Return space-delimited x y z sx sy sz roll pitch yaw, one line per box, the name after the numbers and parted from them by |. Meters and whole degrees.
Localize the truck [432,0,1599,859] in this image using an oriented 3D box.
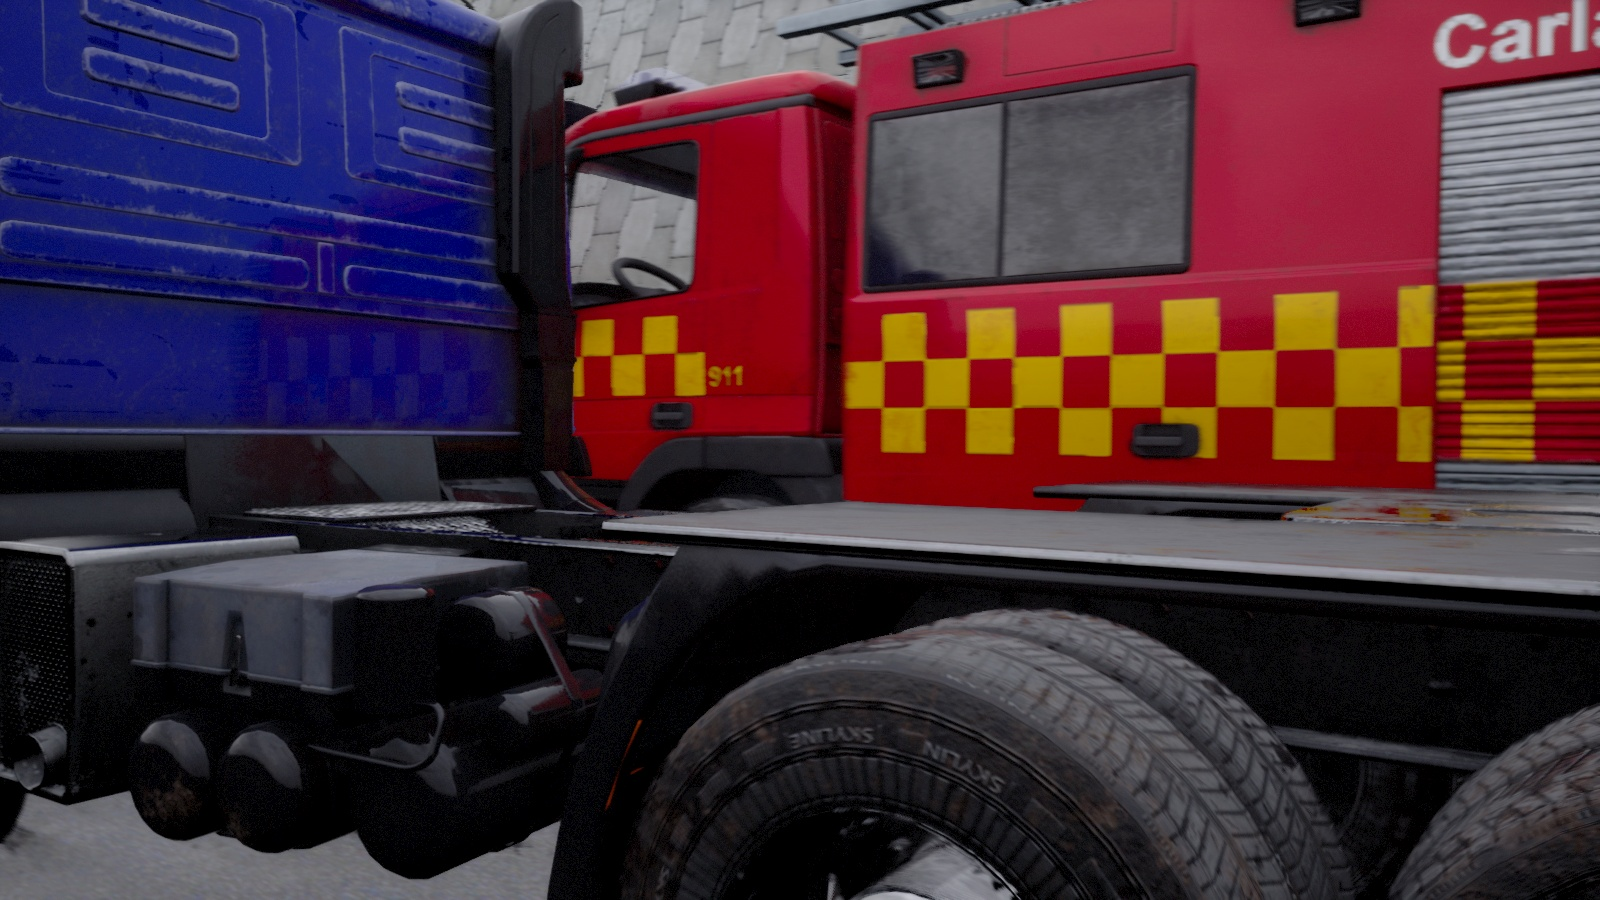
2.141 -0.540 6.382 8.468 3.827 2.891 0 1 34 | truck

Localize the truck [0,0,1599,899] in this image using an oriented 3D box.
-0.380 -0.300 3.857 7.936 3.462 2.891 0 1 34 | truck
